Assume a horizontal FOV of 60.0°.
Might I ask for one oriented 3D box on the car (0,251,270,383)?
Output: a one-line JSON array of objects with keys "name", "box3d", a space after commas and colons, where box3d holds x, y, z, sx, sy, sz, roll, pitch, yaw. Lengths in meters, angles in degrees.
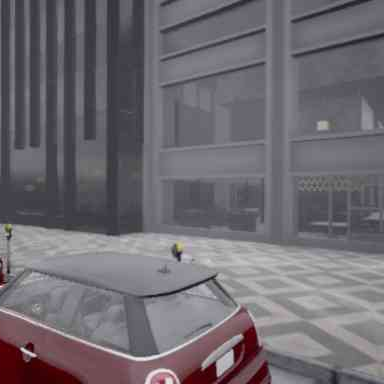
[{"name": "car", "box3d": [-1.307, 1.440, 3.889, 4.097, 1.590, 1.967, 0, 0, 35]}]
